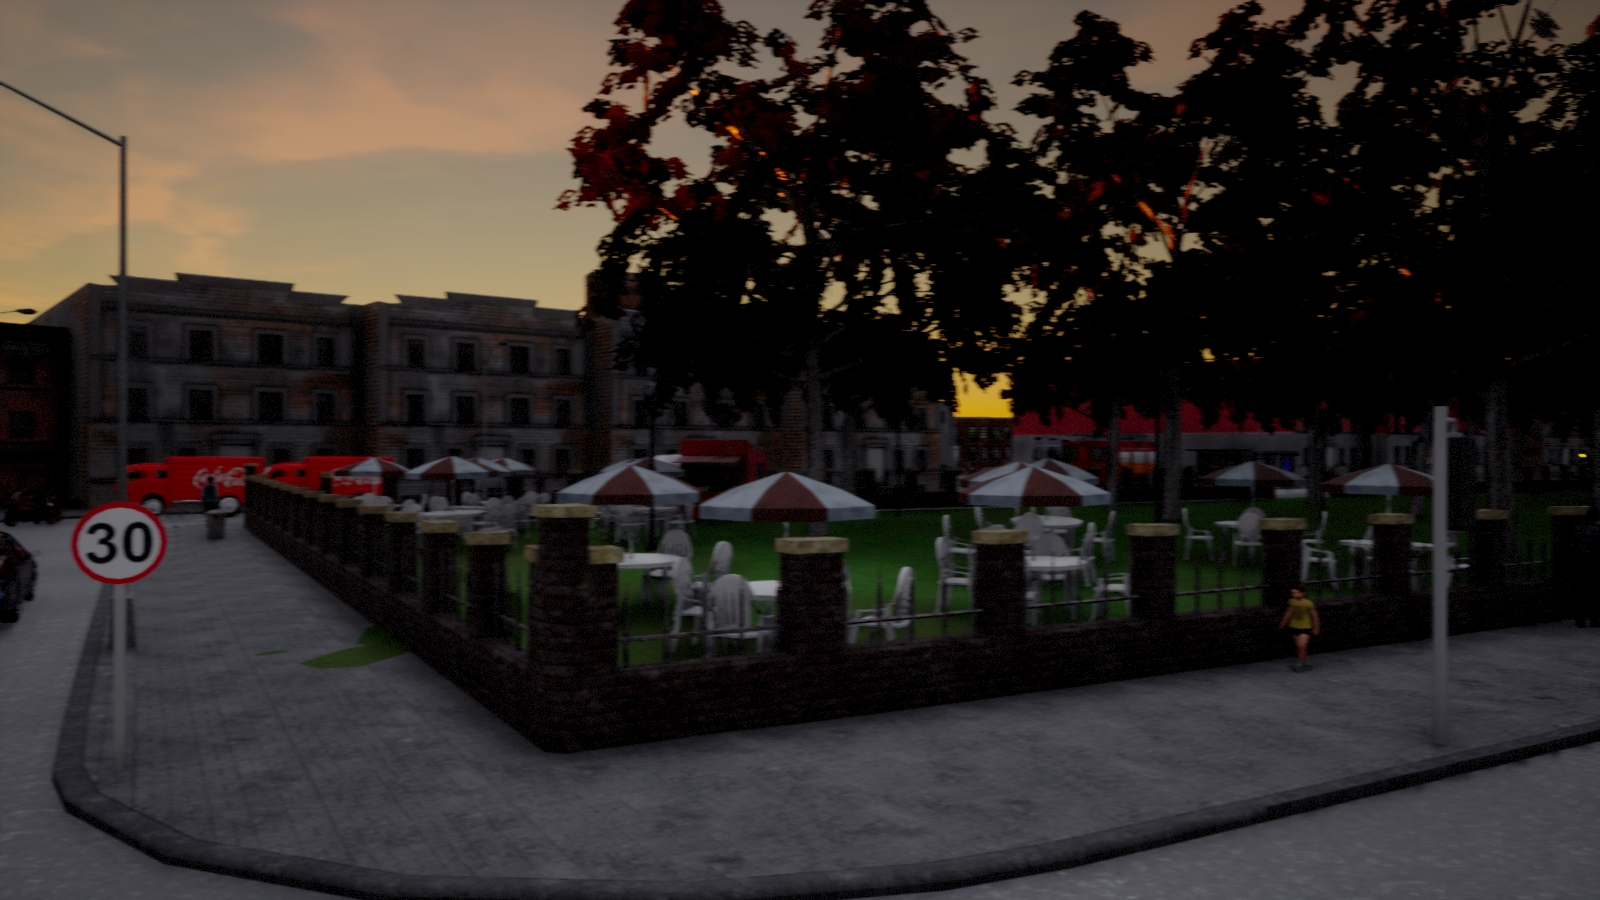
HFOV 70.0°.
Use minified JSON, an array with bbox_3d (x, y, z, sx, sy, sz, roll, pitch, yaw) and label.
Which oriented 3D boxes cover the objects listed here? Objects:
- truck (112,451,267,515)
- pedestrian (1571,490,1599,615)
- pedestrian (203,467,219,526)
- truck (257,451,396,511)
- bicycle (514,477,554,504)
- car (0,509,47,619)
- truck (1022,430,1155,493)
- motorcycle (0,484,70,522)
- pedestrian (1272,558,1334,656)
[{"bbox_3d":[-24.790,1.275,46.469,5.204,2.467,2.627,0,0,-37],"label":"truck"},{"bbox_3d":[12.036,1.549,17.388,0.375,1.860,0.375,0,0,-30],"label":"pedestrian"},{"bbox_3d":[-18.685,1.468,36.248,0.375,1.860,0.375,0,0,-14],"label":"pedestrian"},{"bbox_3d":[-20.413,1.284,49.298,5.204,2.467,2.627,0,0,-31],"label":"truck"},{"bbox_3d":[-12.535,1.894,53.883,1.835,1.271,0.329,0,0,-30],"label":"bicycle"},{"bbox_3d":[-14.058,1.846,19.186,2.033,1.411,5.357,0,0,-30],"label":"car"},{"bbox_3d":[18.201,0.696,71.935,8.468,3.827,2.891,0,0,-30],"label":"truck"},{"bbox_3d":[-27.863,1.907,41.513,0.867,1.251,2.209,0,0,18],"label":"motorcycle"},{"bbox_3d":[6.161,1.907,13.993,0.500,1.100,0.500,0,0,-31],"label":"pedestrian"}]
